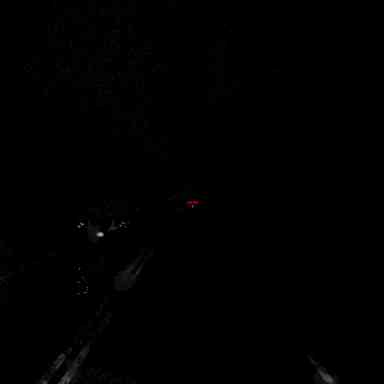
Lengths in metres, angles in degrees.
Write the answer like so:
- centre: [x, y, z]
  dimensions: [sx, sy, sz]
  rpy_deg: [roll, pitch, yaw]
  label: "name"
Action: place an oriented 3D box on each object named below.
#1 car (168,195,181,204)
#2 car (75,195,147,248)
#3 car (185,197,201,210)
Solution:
- centre: [-3.116, 1.353, 60.242]
  dimensions: [2.097, 1.767, 4.553]
  rpy_deg: [0, 0, 1]
  label: "car"
- centre: [-3.348, 1.176, 14.882]
  dimensions: [2.150, 2.045, 5.566]
  rpy_deg: [0, 0, 0]
  label: "car"
- centre: [0.113, 1.431, 41.899]
  dimensions: [1.837, 1.490, 4.892]
  rpy_deg: [0, 0, 0]
  label: "car"
